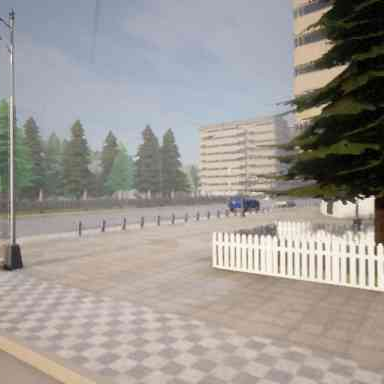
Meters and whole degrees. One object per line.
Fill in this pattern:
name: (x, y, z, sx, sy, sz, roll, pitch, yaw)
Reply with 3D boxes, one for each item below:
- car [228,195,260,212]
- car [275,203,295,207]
car: (6.664, 1.426, 42.445, 2.150, 2.045, 5.566, -1, 0, 35)
car: (15.349, 1.805, 54.586, 1.895, 1.301, 4.718, -1, 0, 36)
